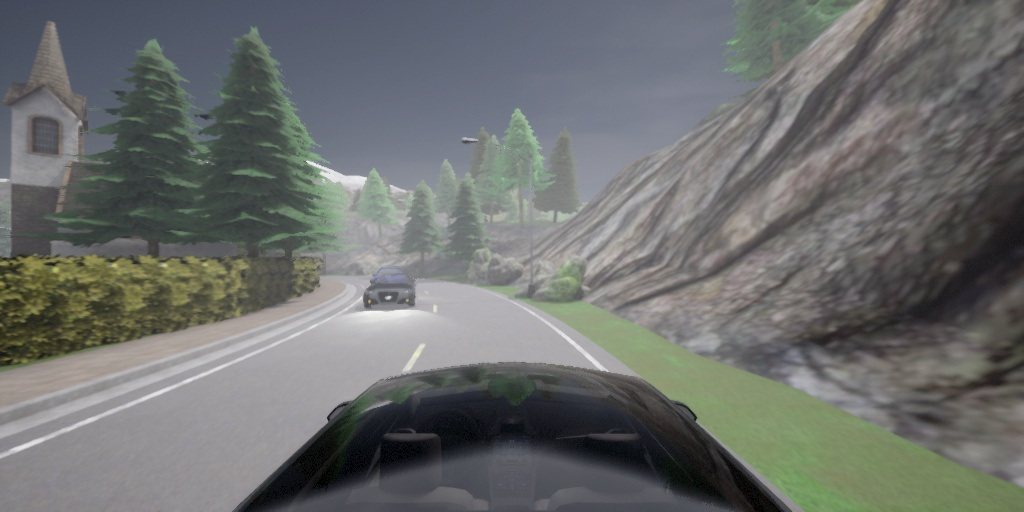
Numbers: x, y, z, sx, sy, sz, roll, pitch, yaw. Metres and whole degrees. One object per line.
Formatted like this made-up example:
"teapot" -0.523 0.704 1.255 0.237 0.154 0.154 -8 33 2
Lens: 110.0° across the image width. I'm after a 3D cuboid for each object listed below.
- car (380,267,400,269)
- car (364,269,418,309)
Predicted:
"car" -7.679 1.456 22.590 1.882 1.535 5.008 0 0 -21
"car" -5.304 1.475 16.090 1.994 1.385 4.181 0 0 -13
